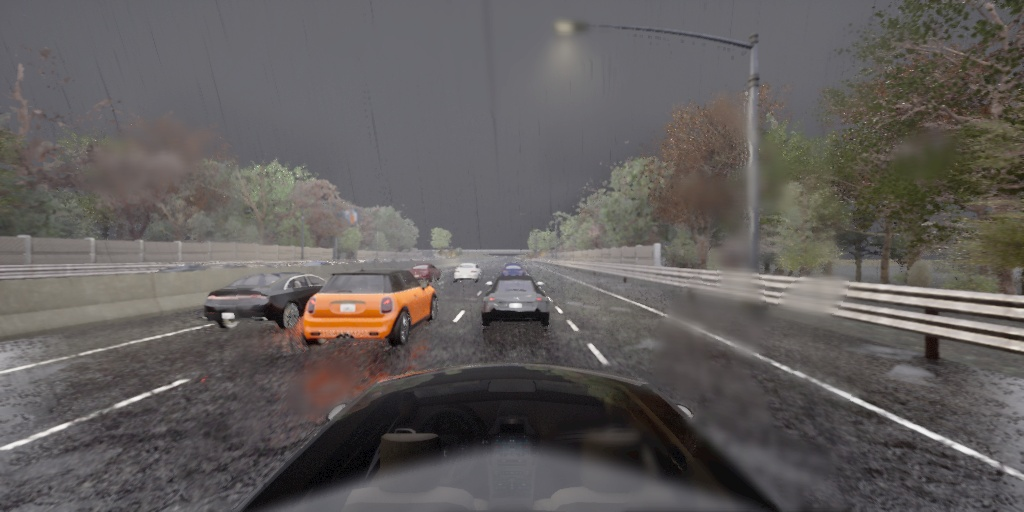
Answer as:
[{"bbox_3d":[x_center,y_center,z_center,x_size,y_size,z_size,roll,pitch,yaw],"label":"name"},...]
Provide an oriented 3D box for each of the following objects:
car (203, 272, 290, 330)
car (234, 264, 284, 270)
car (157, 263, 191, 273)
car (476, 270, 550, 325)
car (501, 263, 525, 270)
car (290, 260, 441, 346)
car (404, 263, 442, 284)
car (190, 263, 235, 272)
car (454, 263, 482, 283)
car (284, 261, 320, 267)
[{"bbox_3d":[-6.903,1.244,11.155,2.128,1.511,4.902,0,0,0],"label":"car"},{"bbox_3d":[-21.105,1.369,31.094,1.895,1.301,4.718,0,0,0],"label":"car"},{"bbox_3d":[-28.100,1.332,30.972,1.994,1.385,4.181,0,0,0],"label":"car"},{"bbox_3d":[0.098,1.317,11.756,1.994,1.385,4.181,0,0,0],"label":"car"},{"bbox_3d":[0.093,1.292,28.353,1.812,1.442,4.674,0,0,0],"label":"car"},{"bbox_3d":[-3.402,1.103,9.550,2.097,1.767,4.553,0,0,0],"label":"car"},{"bbox_3d":[-6.907,1.291,28.356,1.812,1.442,4.674,0,0,0],"label":"car"},{"bbox_3d":[-24.605,1.369,31.061,1.895,1.301,4.718,0,0,0],"label":"car"},{"bbox_3d":[-3.421,1.292,28.385,1.812,1.442,4.674,0,0,0],"label":"car"},{"bbox_3d":[-17.604,1.247,31.926,1.882,1.535,5.008,0,0,0],"label":"car"}]
